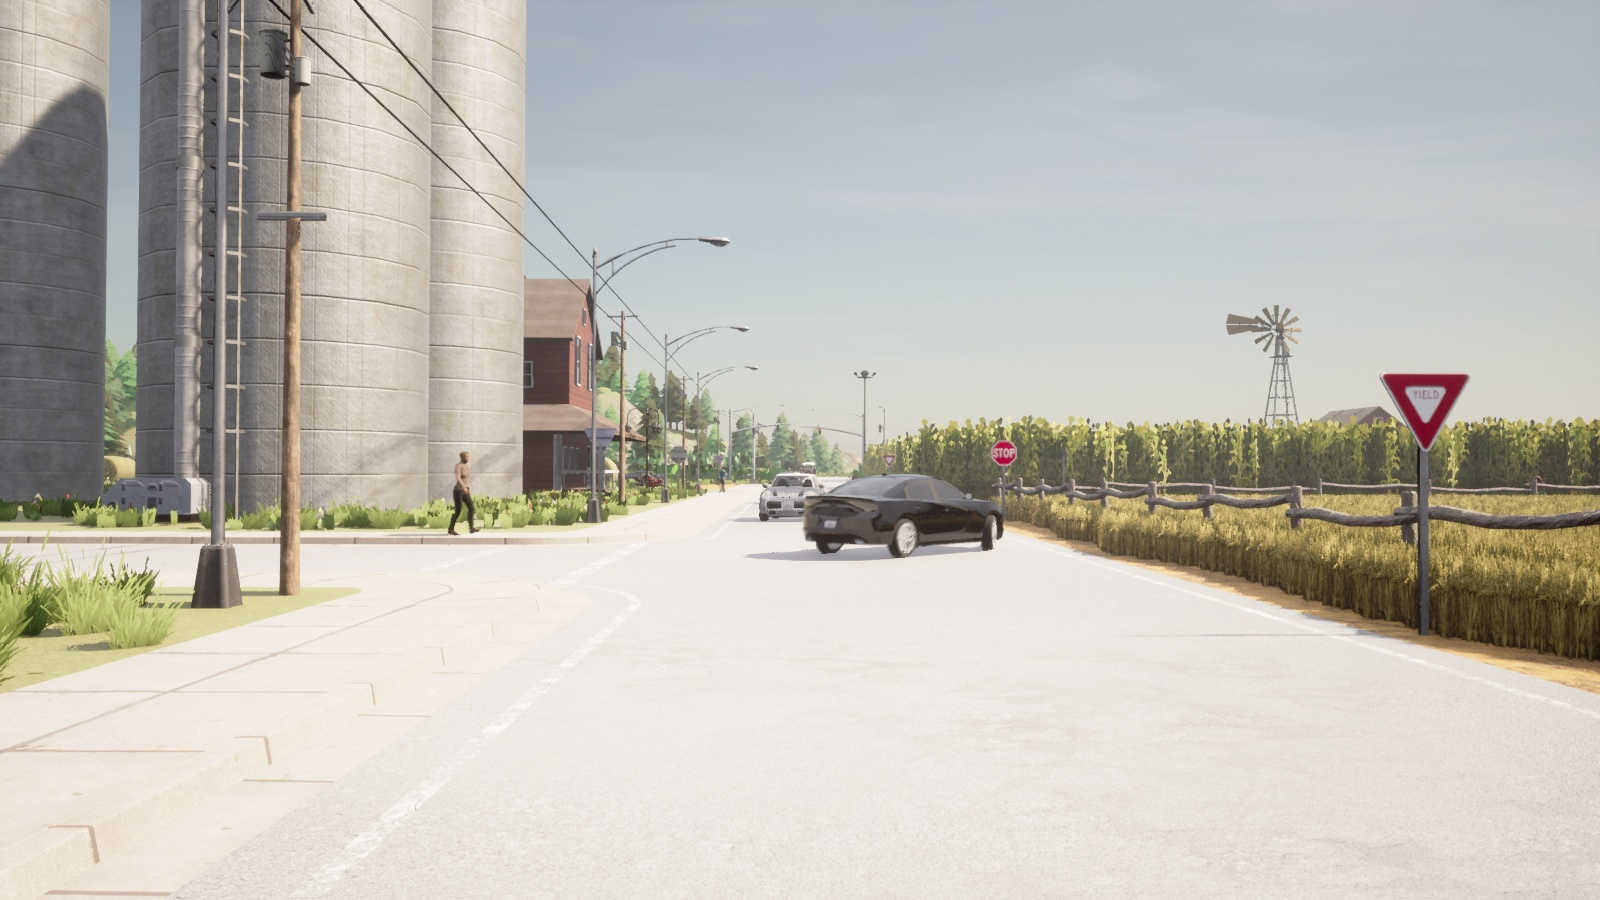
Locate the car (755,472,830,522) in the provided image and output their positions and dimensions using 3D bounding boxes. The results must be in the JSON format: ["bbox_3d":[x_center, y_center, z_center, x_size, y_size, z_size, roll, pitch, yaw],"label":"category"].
[{"bbox_3d":[-0.183,1.444,39.595,1.970,1.475,3.806,0,-1,6],"label":"car"}]

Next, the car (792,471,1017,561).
[{"bbox_3d":[2.153,1.192,24.354,1.882,1.535,5.008,0,-1,39],"label":"car"}]

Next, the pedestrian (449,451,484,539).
[{"bbox_3d":[-7.075,0.944,26.627,0.634,1.846,0.331,-1,-1,21],"label":"pedestrian"}]

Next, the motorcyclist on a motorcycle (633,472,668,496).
[{"bbox_3d":[-9.860,2.248,82.695,2.191,1.530,0.866,0,-1,-1],"label":"motorcyclist on a motorcycle"}]
